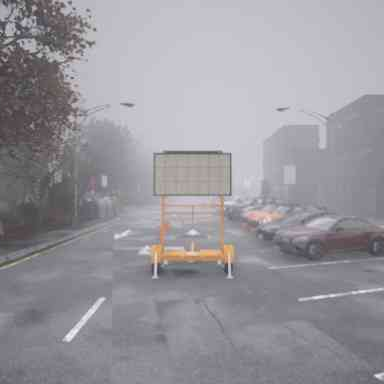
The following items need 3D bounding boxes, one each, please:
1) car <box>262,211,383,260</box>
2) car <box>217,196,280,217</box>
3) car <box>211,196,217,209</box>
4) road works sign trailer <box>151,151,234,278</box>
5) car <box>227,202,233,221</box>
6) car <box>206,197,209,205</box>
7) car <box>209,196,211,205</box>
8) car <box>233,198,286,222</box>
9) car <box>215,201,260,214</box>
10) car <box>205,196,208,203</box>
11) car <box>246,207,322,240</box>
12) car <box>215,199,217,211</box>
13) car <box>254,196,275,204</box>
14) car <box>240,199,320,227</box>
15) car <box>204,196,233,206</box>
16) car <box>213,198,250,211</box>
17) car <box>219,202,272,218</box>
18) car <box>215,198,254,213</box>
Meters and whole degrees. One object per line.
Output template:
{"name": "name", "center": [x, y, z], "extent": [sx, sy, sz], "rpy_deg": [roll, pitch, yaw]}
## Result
{"name": "car", "center": [5.326, 1.608, 12.574], "extent": [4.674, 1.452, 2.002], "rpy_deg": [1, 0, -20]}
{"name": "car", "center": [5.377, 1.427, 27.564], "extent": [5.566, 2.045, 2.435], "rpy_deg": [1, 0, -20]}
{"name": "car", "center": [5.411, 1.503, 36.580], "extent": [5.566, 2.045, 2.435], "rpy_deg": [1, 0, -20]}
{"name": "road works sign trailer", "center": [0.019, 0.531, 10.319], "extent": [2.380, 3.560, 2.880], "rpy_deg": [0, 0, 0]}
{"name": "car", "center": [5.369, 1.695, 24.583], "extent": [4.674, 1.452, 2.002], "rpy_deg": [1, -1, -20]}
{"name": "car", "center": [5.506, 1.930, 54.612], "extent": [5.008, 1.535, 2.097], "rpy_deg": [1, -1, -20]}
{"name": "car", "center": [5.537, 1.774, 51.610], "extent": [4.553, 1.767, 2.185], "rpy_deg": [1, 0, -20]}
{"name": "car", "center": [5.391, 1.507, 21.588], "extent": [4.553, 1.767, 2.185], "rpy_deg": [1, 0, -20]}
{"name": "car", "center": [5.423, 1.812, 39.577], "extent": [4.792, 1.488, 2.163], "rpy_deg": [1, 0, -20]}
{"name": "car", "center": [5.359, 2.016, 63.556], "extent": [5.366, 1.575, 1.946], "rpy_deg": [1, 0, -20]}
{"name": "car", "center": [5.306, 1.617, 15.566], "extent": [4.792, 1.488, 2.163], "rpy_deg": [1, 0, -20]}
{"name": "car", "center": [5.228, 1.697, 30.520], "extent": [5.366, 1.575, 1.946], "rpy_deg": [1, 0, -20]}
{"name": "car", "center": [18.564, 2.006, 85.613], "extent": [2.435, 2.045, 5.566], "rpy_deg": [0, 0, -21]}
{"name": "car", "center": [5.378, 1.485, 18.587], "extent": [4.553, 1.767, 2.185], "rpy_deg": [1, 0, -20]}
{"name": "car", "center": [5.562, 1.833, 69.651], "extent": [5.566, 2.045, 2.435], "rpy_deg": [1, -1, -20]}
{"name": "car", "center": [5.447, 1.714, 45.594], "extent": [4.553, 1.767, 2.185], "rpy_deg": [1, -1, -20]}
{"name": "car", "center": [5.389, 1.758, 33.576], "extent": [4.792, 1.488, 2.163], "rpy_deg": [1, 0, -20]}
{"name": "car", "center": [5.432, 1.685, 42.593], "extent": [4.553, 1.767, 2.185], "rpy_deg": [1, -1, -20]}
